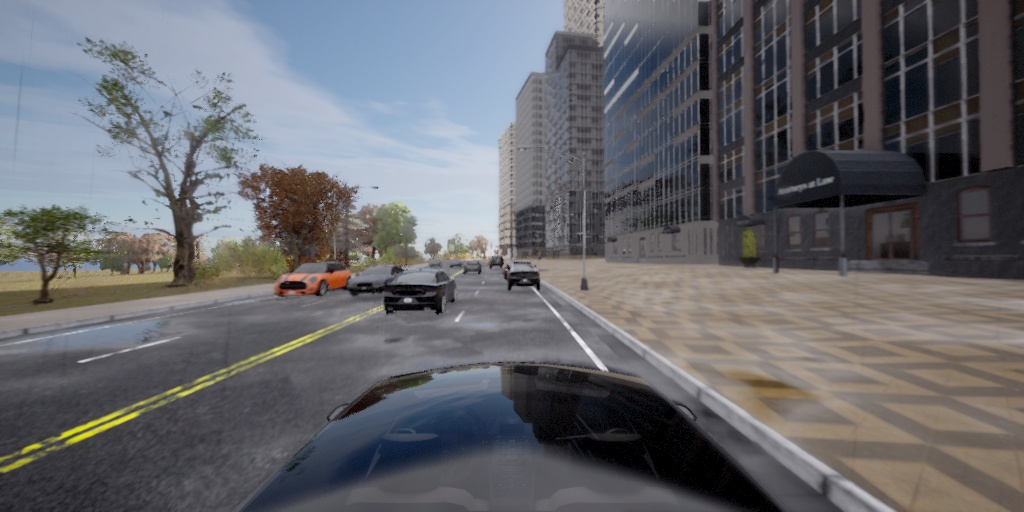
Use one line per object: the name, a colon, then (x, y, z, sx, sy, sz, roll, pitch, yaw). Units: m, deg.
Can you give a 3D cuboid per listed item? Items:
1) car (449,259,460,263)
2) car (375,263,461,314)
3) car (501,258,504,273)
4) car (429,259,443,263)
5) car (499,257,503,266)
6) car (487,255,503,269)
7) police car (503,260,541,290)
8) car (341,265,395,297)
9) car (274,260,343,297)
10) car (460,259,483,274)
car: (-9.220, 1.216, 59.185, 1.837, 1.490, 4.892, 0, 0, -5)
car: (-3.292, 1.212, 13.655, 1.882, 1.535, 5.008, 0, 0, -1)
car: (0.223, 1.188, 32.311, 1.882, 1.535, 5.008, 0, 0, -3)
car: (-12.453, 1.217, 58.842, 1.837, 1.490, 4.892, 0, 0, -5)
car: (-0.112, 1.161, 38.549, 1.801, 1.575, 5.366, 0, 0, -3)
car: (-2.393, 0.933, 56.435, 2.150, 2.045, 5.566, 0, 0, -5)
police car: (0.632, 1.146, 22.336, 1.930, 1.638, 5.238, 0, 0, -2)
car: (-6.864, 1.238, 18.913, 1.837, 1.490, 4.892, 0, 0, -1)
car: (-10.107, 1.087, 18.610, 2.097, 1.767, 4.553, 0, 0, -2)
car: (-4.396, 1.200, 40.765, 2.128, 1.511, 4.902, 0, 0, -4)
